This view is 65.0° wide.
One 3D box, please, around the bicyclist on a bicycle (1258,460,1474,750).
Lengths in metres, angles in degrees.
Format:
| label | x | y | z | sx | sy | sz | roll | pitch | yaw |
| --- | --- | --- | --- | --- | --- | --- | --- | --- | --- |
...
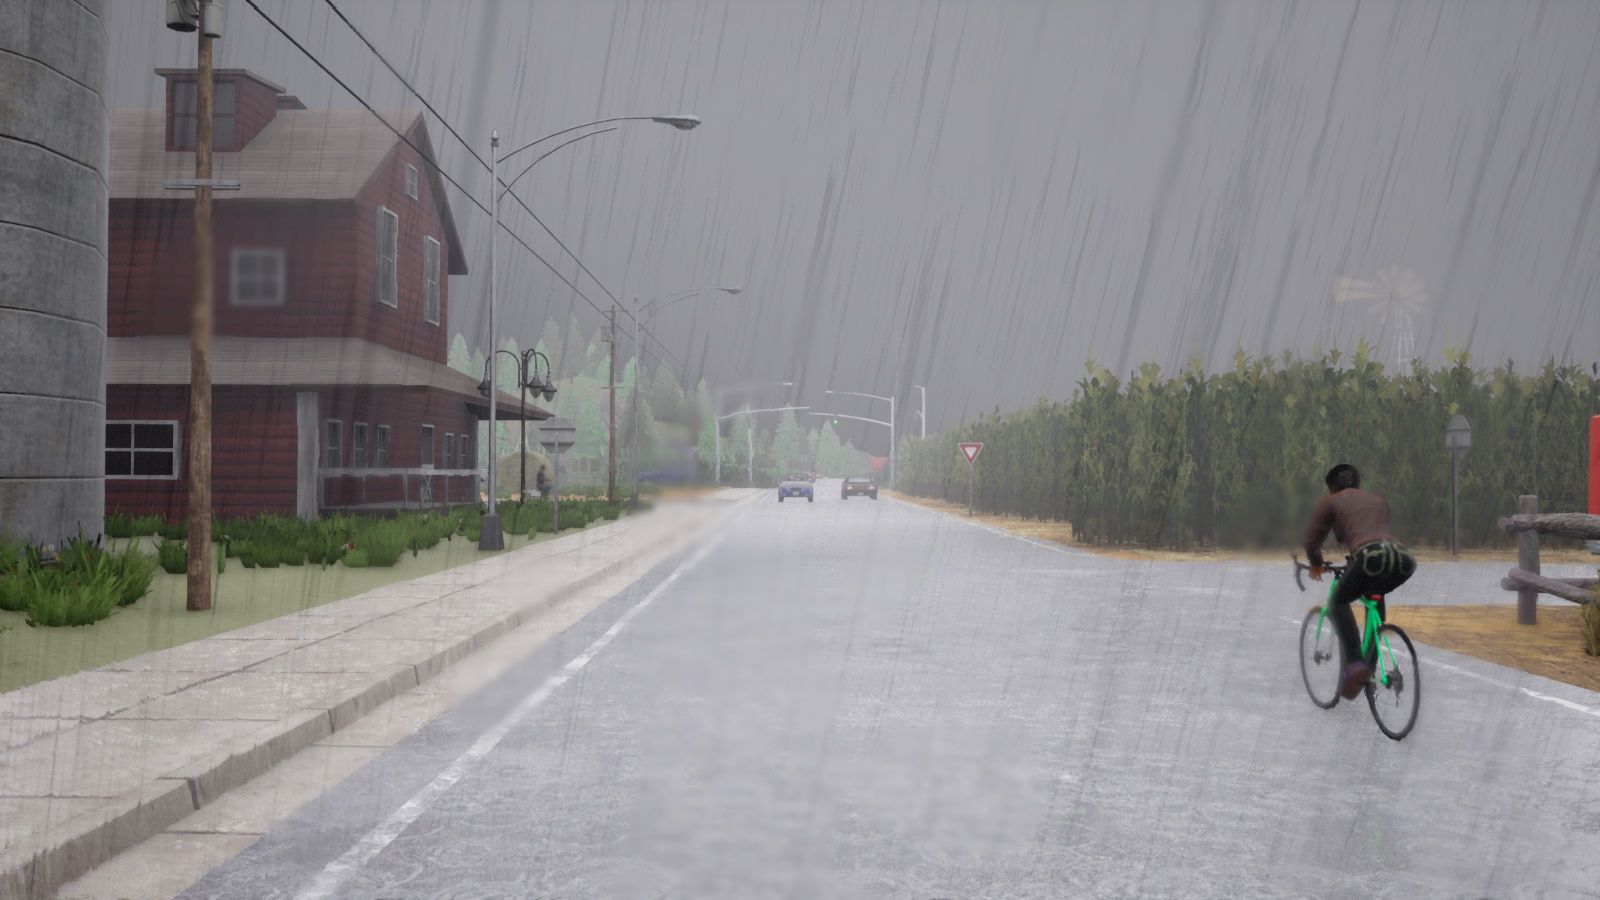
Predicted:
| label | x | y | z | sx | sy | sz | roll | pitch | yaw |
| --- | --- | --- | --- | --- | --- | --- | --- | --- | --- |
| bicyclist on a bicycle | 3.474 | 0.886 | 7.869 | 0.582 | 1.620 | 1.656 | 0 | -1 | 0 |

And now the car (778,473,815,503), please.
| label | x | y | z | sx | sy | sz | roll | pitch | yaw |
| --- | --- | --- | --- | --- | --- | --- | --- | --- | --- |
| car | -0.200 | 1.903 | 64.116 | 1.816 | 1.474 | 4.193 | 0 | -1 | 0 |

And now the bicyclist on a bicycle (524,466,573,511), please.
| label | x | y | z | sx | sy | sz | roll | pitch | yaw |
| --- | --- | --- | --- | --- | --- | --- | --- | --- | --- |
| bicyclist on a bicycle | -10.097 | 1.545 | 50.538 | 1.843 | 1.776 | 0.659 | 0 | -1 | -1 |

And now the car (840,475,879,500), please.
| label | x | y | z | sx | sy | sz | roll | pitch | yaw |
| --- | --- | --- | --- | --- | --- | --- | --- | --- | --- |
| car | 3.282 | 2.073 | 69.893 | 1.895 | 1.301 | 4.718 | 0 | -1 | 0 |

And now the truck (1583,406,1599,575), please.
| label | x | y | z | sx | sy | sz | roll | pitch | yaw |
| --- | --- | --- | --- | --- | --- | --- | --- | --- | --- |
| truck | 14.144 | 0.559 | 17.138 | 5.204 | 2.467 | 2.627 | 0 | -1 | 6 |
